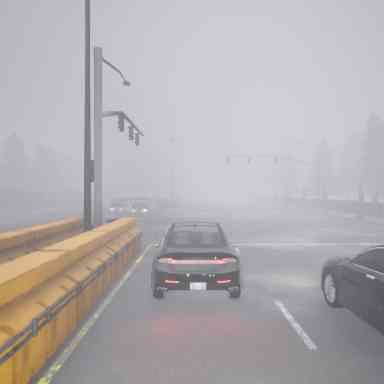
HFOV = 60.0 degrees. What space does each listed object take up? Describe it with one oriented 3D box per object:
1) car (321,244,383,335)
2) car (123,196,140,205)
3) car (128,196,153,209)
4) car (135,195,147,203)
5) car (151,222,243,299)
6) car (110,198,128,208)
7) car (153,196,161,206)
[{"bbox_3d":[3.599,1.507,5.038,1.837,1.490,4.892,0,0,0],"label":"car"},{"bbox_3d":[-10.603,1.518,59.042,2.128,1.511,4.902,0,0,0],"label":"car"},{"bbox_3d":[-7.120,1.373,46.566,2.097,1.767,4.553,0,0,0],"label":"car"},{"bbox_3d":[-10.532,1.509,69.131,1.882,1.535,5.008,0,0,0],"label":"car"},{"bbox_3d":[0.080,1.495,8.454,2.128,1.511,4.902,0,0,-1],"label":"car"},{"bbox_3d":[-10.620,1.570,49.257,2.033,1.411,5.357,0,0,0],"label":"car"},{"bbox_3d":[-7.111,1.573,57.024,2.033,1.411,5.357,0,0,0],"label":"car"}]
